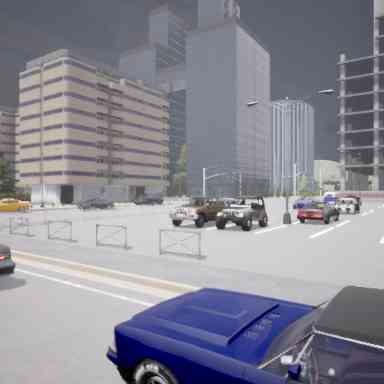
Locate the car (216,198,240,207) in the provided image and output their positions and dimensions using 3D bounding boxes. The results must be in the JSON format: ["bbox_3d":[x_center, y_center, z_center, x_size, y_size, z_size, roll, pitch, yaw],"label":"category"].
[{"bbox_3d":[5.820,1.601,53.729,1.895,1.301,4.718,0,0,34],"label":"car"}]

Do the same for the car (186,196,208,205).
[{"bbox_3d":[0.943,1.526,59.224,1.812,1.442,4.674,0,0,34],"label":"car"}]

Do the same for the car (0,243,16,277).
[{"bbox_3d":[-6.743,1.547,8.721,5.357,1.411,2.033,0,0,35],"label":"car"}]

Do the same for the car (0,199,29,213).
[{"bbox_3d":[-19.737,1.477,34.853,1.882,1.535,5.008,0,0,34],"label":"car"}]

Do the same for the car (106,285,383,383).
[{"bbox_3d":[1.424,1.601,2.974,4.718,1.301,1.895,0,0,35],"label":"car"}]

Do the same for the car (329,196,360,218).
[{"bbox_3d":[15.019,1.395,32.246,1.970,1.475,3.806,0,0,34],"label":"car"}]

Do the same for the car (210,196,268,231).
[{"bbox_3d":[2.993,1.156,19.293,1.905,1.878,3.866,0,0,34],"label":"car"}]

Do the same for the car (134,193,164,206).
[{"bbox_3d":[-6.938,1.220,53.886,2.150,2.045,5.566,0,0,34],"label":"car"}]

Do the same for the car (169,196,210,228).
[{"bbox_3d":[0.626,1.153,20.959,1.932,1.855,4.605,0,0,34],"label":"car"}]

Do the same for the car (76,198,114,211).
[{"bbox_3d":[-11.749,1.504,40.470,1.837,1.490,4.892,0,0,34],"label":"car"}]
